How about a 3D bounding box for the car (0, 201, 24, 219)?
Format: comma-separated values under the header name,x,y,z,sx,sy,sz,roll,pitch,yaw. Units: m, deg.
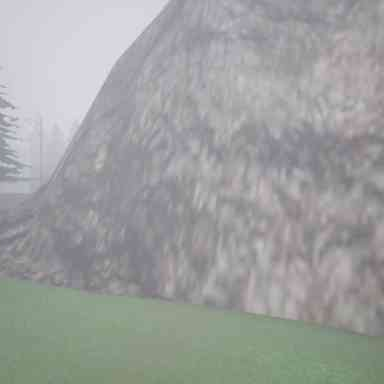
name,x,y,z,sx,sy,sz,roll,pitch,yaw
car,-16.090,1.491,26.666,2.128,1.511,4.902,0,0,29
